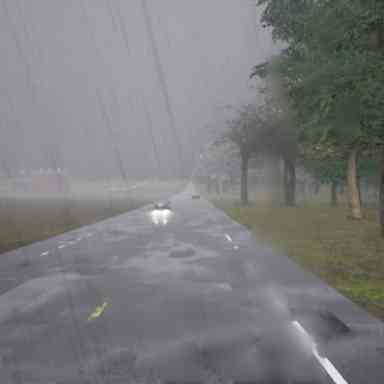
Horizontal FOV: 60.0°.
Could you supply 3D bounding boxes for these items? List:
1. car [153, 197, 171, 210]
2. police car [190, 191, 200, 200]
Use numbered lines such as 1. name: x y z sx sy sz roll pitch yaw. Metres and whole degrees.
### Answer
1. car: -3.594 1.331 40.319 2.128 1.511 4.902 0 0 0
2. police car: 1.038 1.012 80.691 1.930 1.638 5.238 0 0 0
